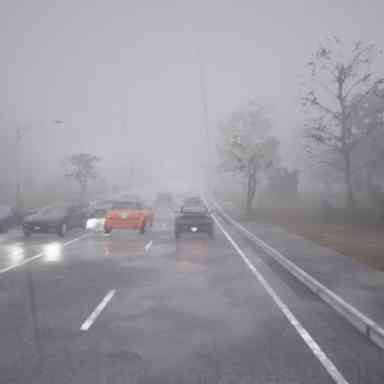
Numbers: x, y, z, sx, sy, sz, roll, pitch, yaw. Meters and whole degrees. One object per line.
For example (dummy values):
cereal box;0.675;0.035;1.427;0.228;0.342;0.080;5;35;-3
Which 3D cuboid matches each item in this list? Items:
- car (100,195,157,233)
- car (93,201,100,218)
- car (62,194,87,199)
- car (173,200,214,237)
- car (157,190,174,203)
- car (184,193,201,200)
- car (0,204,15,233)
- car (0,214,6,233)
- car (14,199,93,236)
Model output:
car;-3.401;1.241;18.788;2.097;1.767;4.553;0;0;0
car;-7.042;1.343;27.665;1.994;1.385;4.181;0;2;1
car;-10.527;1.088;29.121;2.097;1.767;4.553;0;2;1
car;0.099;1.402;17.398;1.837;1.490;4.892;0;0;0
car;-3.460;0.553;42.555;1.837;1.490;4.892;0;4;1
car;0.084;0.795;38.697;1.812;1.442;4.674;0;3;0
car;-10.588;1.415;18.868;1.812;1.442;4.674;0;0;0
car;-7.102;1.513;8.696;1.994;1.385;4.181;0;0;0
car;-7.091;1.373;17.737;1.882;1.535;5.008;0;0;0
